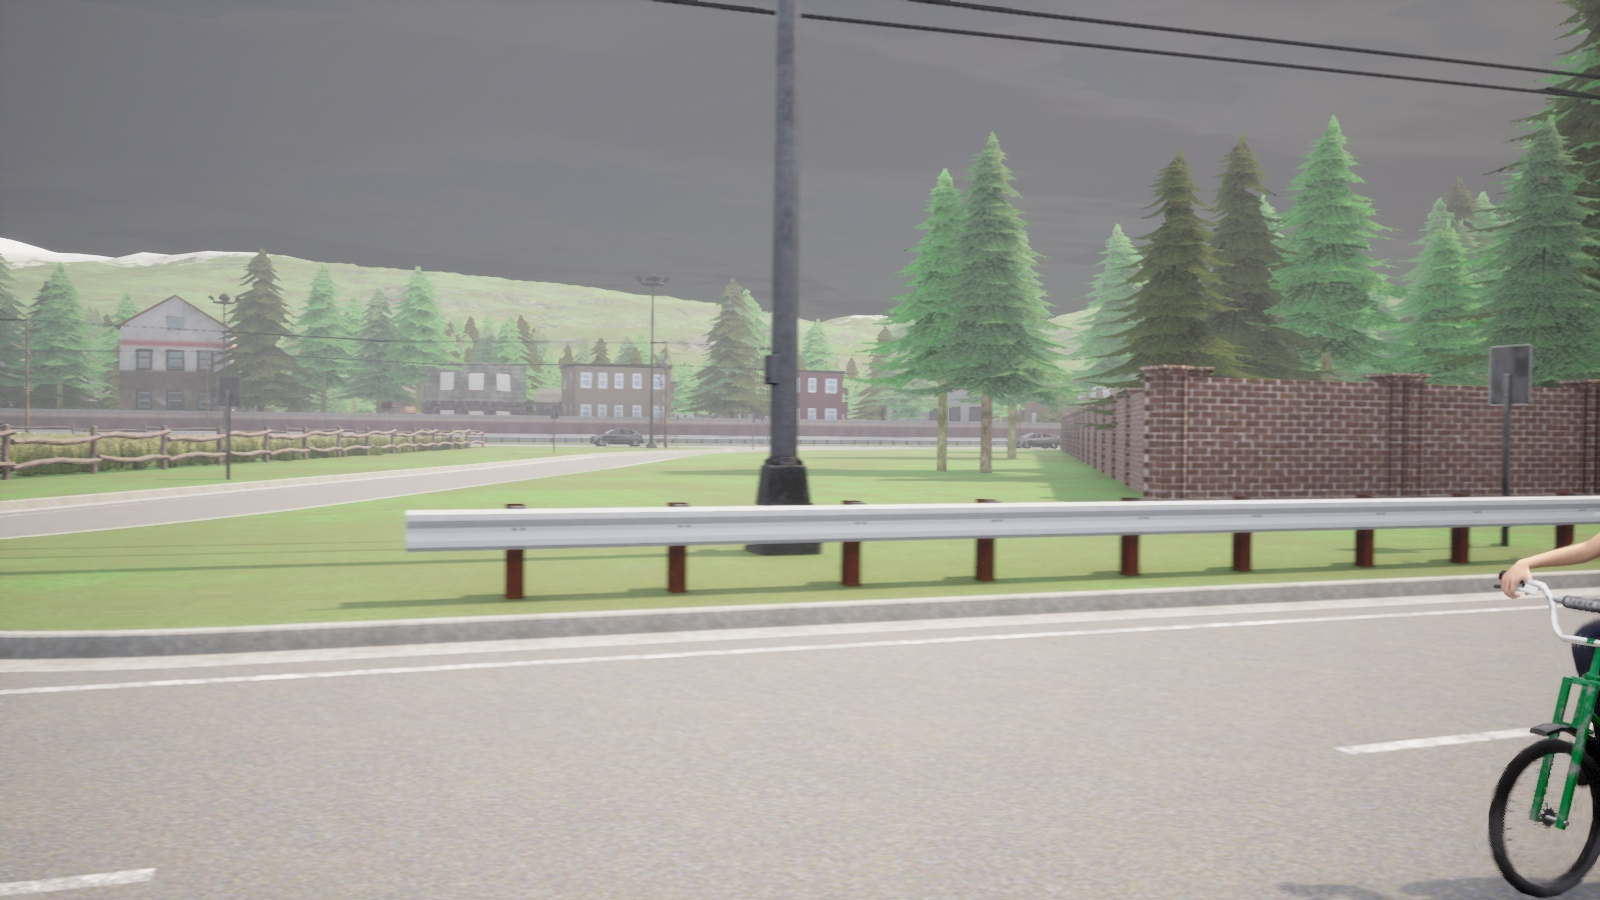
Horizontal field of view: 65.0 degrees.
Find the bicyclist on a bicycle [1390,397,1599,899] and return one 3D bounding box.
[{"bbox_3d":[2.980,0.631,4.365,1.509,1.612,0.866,-1,1,-21],"label":"bicyclist on a bicycle"}]
